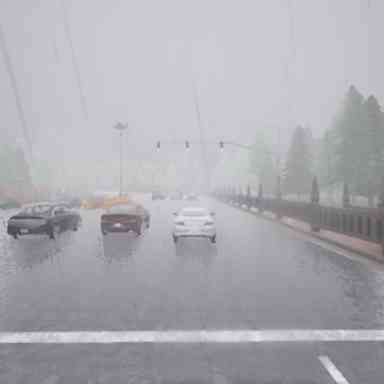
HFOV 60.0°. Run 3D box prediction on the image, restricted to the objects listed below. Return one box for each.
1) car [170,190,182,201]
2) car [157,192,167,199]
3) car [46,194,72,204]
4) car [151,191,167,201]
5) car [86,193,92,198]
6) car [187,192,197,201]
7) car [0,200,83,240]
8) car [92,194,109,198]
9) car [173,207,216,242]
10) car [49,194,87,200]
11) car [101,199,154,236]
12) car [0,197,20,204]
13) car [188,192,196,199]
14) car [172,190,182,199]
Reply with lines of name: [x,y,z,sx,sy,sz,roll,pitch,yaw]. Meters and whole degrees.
car: [-3.482,0.975,67.993,1.882,1.535,5.008,0,0,0]
car: [-6.980,0.808,78.413,1.994,1.385,4.181,0,0,0]
car: [-21.035,1.103,52.861,2.128,1.511,4.902,0,0,1]
car: [-6.982,0.719,68.022,2.150,2.045,5.566,0,0,0]
car: [-20.983,1.029,67.311,2.128,1.511,4.902,0,0,0]
car: [0.018,1.019,68.409,1.812,1.442,4.674,0,0,0]
car: [-6.895,1.372,16.105,2.128,1.511,4.902,0,0,0]
car: [-14.030,1.172,53.335,1.994,1.385,4.181,0,0,1]
car: [0.093,1.410,15.636,1.812,1.442,4.674,0,0,0]
car: [-14.079,1.269,37.869,2.033,1.411,5.357,0,0,0]
car: [-3.395,1.347,17.668,1.882,1.535,5.008,0,0,0]
car: [-21.077,1.288,37.303,1.994,1.385,4.181,0,1,0]
car: [0.020,0.733,78.411,1.882,1.535,5.008,0,0,0]
car: [-3.480,0.481,78.440,2.150,2.045,5.566,0,0,0]
